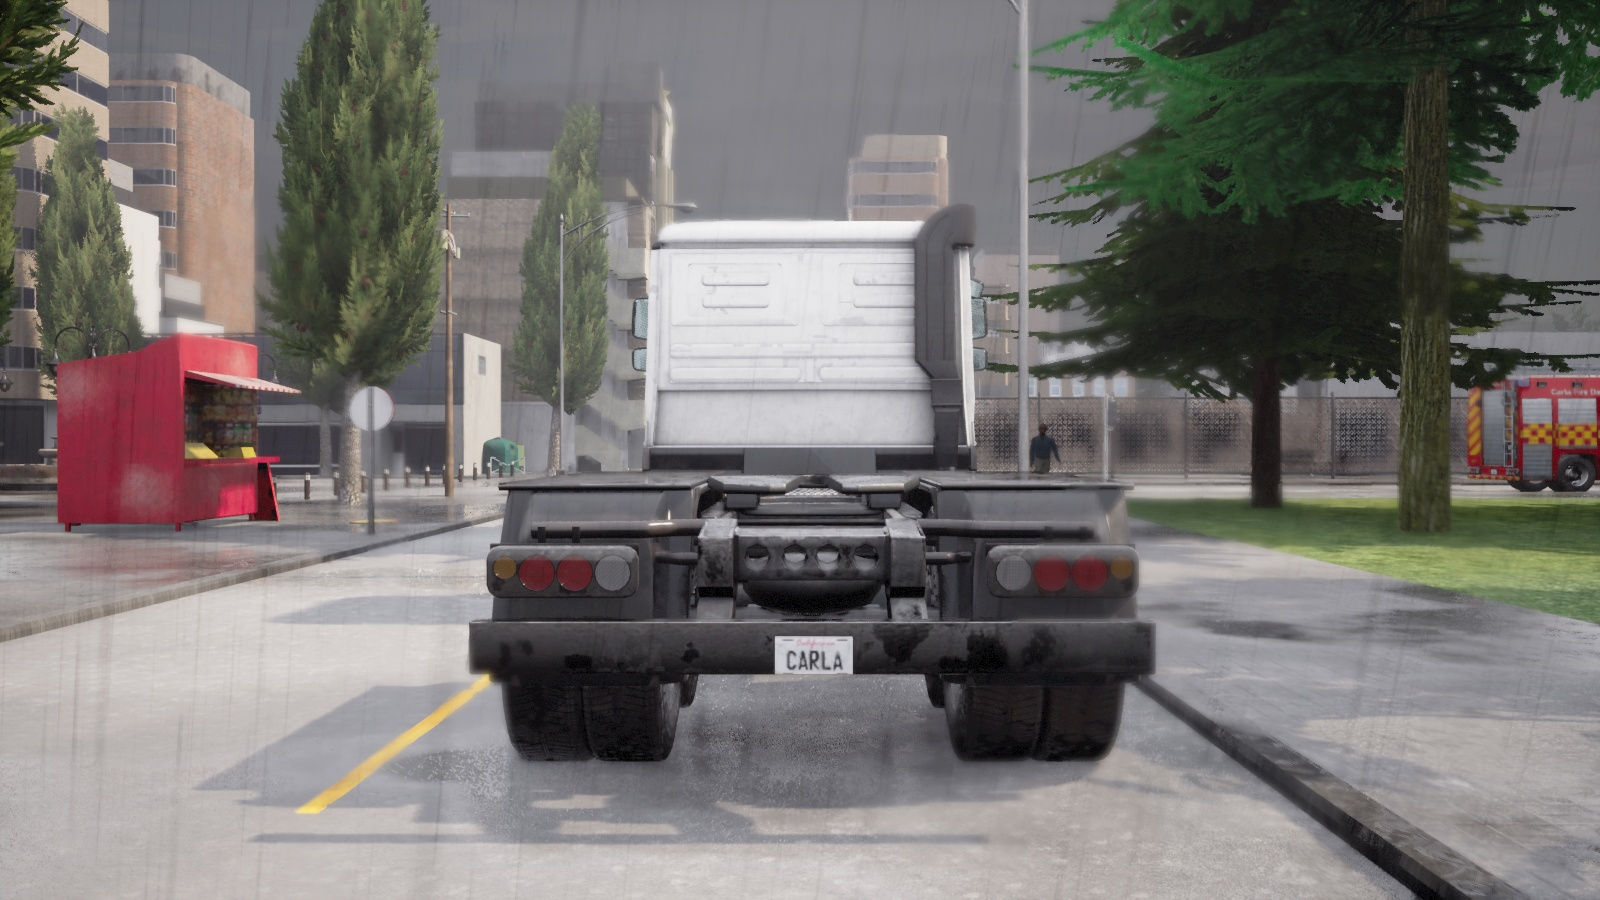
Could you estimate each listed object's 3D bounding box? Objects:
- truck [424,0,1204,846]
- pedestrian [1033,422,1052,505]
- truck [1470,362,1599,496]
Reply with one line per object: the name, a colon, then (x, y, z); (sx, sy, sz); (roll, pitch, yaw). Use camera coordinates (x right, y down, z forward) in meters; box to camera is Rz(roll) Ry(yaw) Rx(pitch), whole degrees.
truck: (0.072, -0.284, 8.629); (2.891, 3.462, 7.936); (0, 0, 0)
pedestrian: (5.462, 0.300, 28.337); (0.370, 1.835, 0.726); (0, 0, 7)
truck: (24.945, -0.609, 37.322); (8.468, 3.827, 2.891); (0, 0, 0)
